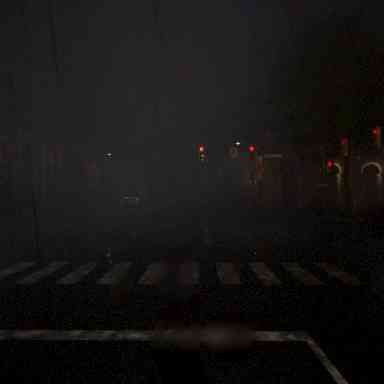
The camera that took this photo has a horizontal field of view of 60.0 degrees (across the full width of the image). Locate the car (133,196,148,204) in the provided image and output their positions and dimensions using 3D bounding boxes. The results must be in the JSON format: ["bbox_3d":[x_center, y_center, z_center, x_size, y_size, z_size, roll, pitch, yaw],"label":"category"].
[{"bbox_3d":[-10.047,1.547,65.072,2.033,1.411,5.357,0,0,2],"label":"car"}]

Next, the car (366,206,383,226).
[{"bbox_3d":[13.712,1.477,20.995,5.008,1.535,1.882,0,0,2],"label":"car"}]

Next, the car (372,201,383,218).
[{"bbox_3d":[18.598,1.526,29.145,4.674,1.442,1.812,0,0,1],"label":"car"}]

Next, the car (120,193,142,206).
[{"bbox_3d":[-10.210,1.222,54.839,2.150,2.045,5.566,0,0,0],"label":"car"}]

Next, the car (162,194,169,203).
[{"bbox_3d":[-6.506,1.492,66.701,2.128,1.511,4.902,0,0,2],"label":"car"}]

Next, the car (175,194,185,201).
[{"bbox_3d":[-2.773,1.279,78.602,2.097,1.767,4.553,0,0,1],"label":"car"}]

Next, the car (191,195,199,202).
[{"bbox_3d":[0.727,1.450,78.573,2.128,1.511,4.902,0,0,1],"label":"car"}]

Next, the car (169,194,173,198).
[{"bbox_3d":[-6.113,1.093,87.834,1.882,1.535,5.008,0,0,1],"label":"car"}]

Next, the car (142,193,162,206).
[{"bbox_3d":[-6.703,1.221,56.253,2.150,2.045,5.566,0,0,-1],"label":"car"}]
